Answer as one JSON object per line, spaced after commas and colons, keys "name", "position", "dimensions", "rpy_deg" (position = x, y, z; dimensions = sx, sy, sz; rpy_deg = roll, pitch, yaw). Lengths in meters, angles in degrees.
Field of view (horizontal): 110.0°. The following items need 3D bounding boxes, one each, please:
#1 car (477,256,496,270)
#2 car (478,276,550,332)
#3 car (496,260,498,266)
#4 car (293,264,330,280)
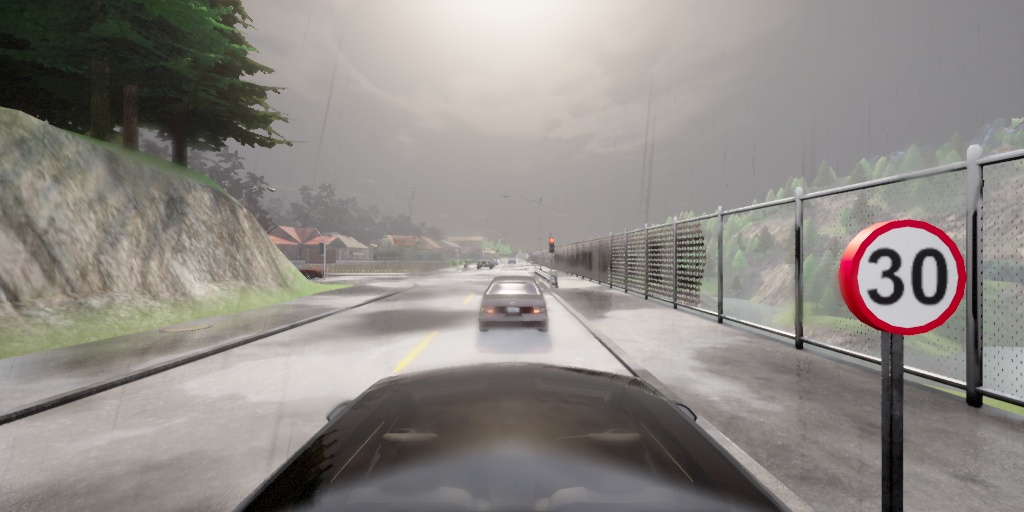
{"name": "car", "position": [-4.078, 0.971, 54.688], "dimensions": [2.150, 2.045, 5.566], "rpy_deg": [0, 0, 0]}
{"name": "car", "position": [0.050, 1.297, 10.794], "dimensions": [2.033, 1.411, 5.357], "rpy_deg": [0, 0, 0]}
{"name": "car", "position": [-4.037, 1.297, 65.061], "dimensions": [2.033, 1.411, 5.357], "rpy_deg": [0, 0, 0]}
{"name": "car", "position": [-18.134, 1.351, 30.312], "dimensions": [4.718, 1.301, 1.895], "rpy_deg": [0, 0, 0]}
